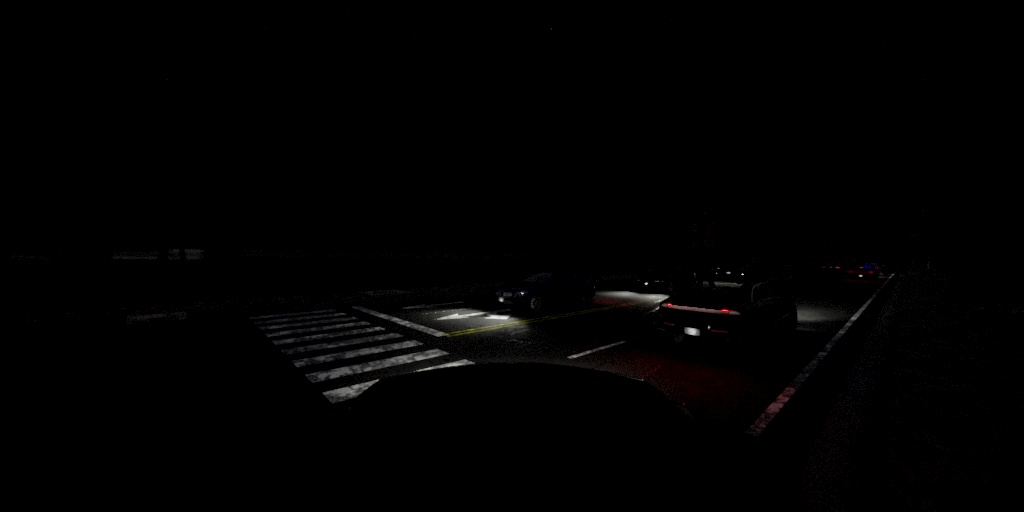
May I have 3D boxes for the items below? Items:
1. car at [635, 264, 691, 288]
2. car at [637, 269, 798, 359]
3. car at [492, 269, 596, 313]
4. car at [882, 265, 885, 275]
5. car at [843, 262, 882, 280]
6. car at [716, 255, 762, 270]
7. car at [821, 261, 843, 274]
[{"bbox_3d":[8.970,1.236,20.788,4.892,1.490,1.837,0,0,-42],"label":"car"},{"bbox_3d":[5.281,1.249,8.558,4.902,1.511,2.128,0,0,-42],"label":"car"},{"bbox_3d":[1.390,1.243,13.932,4.674,1.442,1.812,0,0,-41],"label":"car"},{"bbox_3d":[38.772,1.347,38.766,4.674,1.442,1.812,0,0,-42],"label":"car"},{"bbox_3d":[31.460,1.407,32.117,4.718,1.301,1.895,0,0,-42],"label":"car"},{"bbox_3d":[18.898,0.973,29.736,5.566,2.045,2.150,0,0,-42],"label":"car"},{"bbox_3d":[38.091,1.352,42.462,5.357,1.411,2.033,0,0,-42],"label":"car"}]
